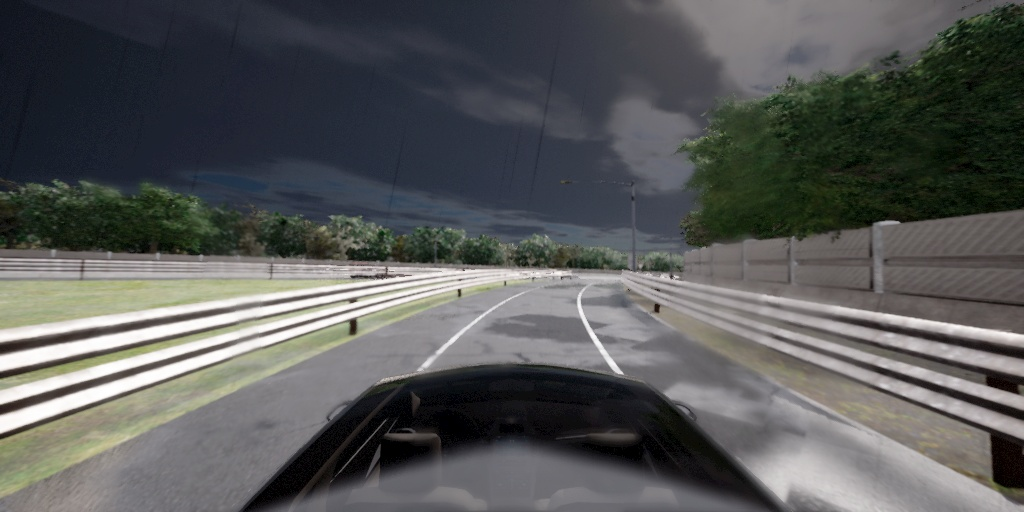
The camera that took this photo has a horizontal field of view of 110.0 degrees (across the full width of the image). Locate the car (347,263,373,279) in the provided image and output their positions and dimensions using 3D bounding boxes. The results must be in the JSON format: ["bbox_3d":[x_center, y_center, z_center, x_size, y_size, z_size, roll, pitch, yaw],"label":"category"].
[{"bbox_3d":[-19.418,2.004,48.698,2.150,2.045,5.566,-3,-5,44],"label":"car"}]

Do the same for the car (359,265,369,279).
[{"bbox_3d":[-16.931,2.234,46.219,1.994,1.385,4.181,-3,-5,44],"label":"car"}]

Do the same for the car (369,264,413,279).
[{"bbox_3d":[-14.434,2.071,43.772,1.812,1.442,4.674,-3,-5,44],"label":"car"}]
